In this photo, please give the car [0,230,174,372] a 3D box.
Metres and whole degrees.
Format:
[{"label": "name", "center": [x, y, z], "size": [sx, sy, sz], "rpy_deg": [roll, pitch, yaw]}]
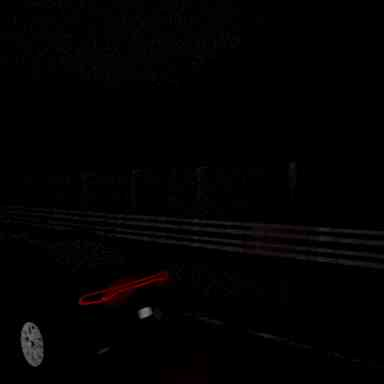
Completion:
[{"label": "car", "center": [-2.612, 1.396, 5.729], "size": [5.008, 1.535, 1.882], "rpy_deg": [0, 0, 36]}]
